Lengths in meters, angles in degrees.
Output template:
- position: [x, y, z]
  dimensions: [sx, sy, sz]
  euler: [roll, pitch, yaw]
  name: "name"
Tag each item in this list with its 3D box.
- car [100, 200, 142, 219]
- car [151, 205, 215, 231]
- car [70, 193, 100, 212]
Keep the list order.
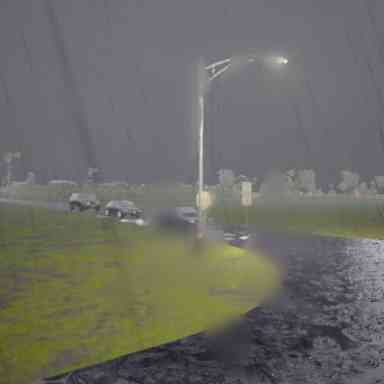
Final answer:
- position: [-6.198, 1.489, 29.700]
  dimensions: [1.837, 1.490, 4.892]
  euler: [0, 0, -35]
  name: "car"
- position: [-0.767, 1.580, 21.468]
  dimensions: [2.033, 1.411, 5.357]
  euler: [0, 0, -33]
  name: "car"
- position: [-12.398, 1.148, 38.395]
  dimensions: [2.150, 2.045, 5.566]
  euler: [0, 0, -37]
  name: "car"
